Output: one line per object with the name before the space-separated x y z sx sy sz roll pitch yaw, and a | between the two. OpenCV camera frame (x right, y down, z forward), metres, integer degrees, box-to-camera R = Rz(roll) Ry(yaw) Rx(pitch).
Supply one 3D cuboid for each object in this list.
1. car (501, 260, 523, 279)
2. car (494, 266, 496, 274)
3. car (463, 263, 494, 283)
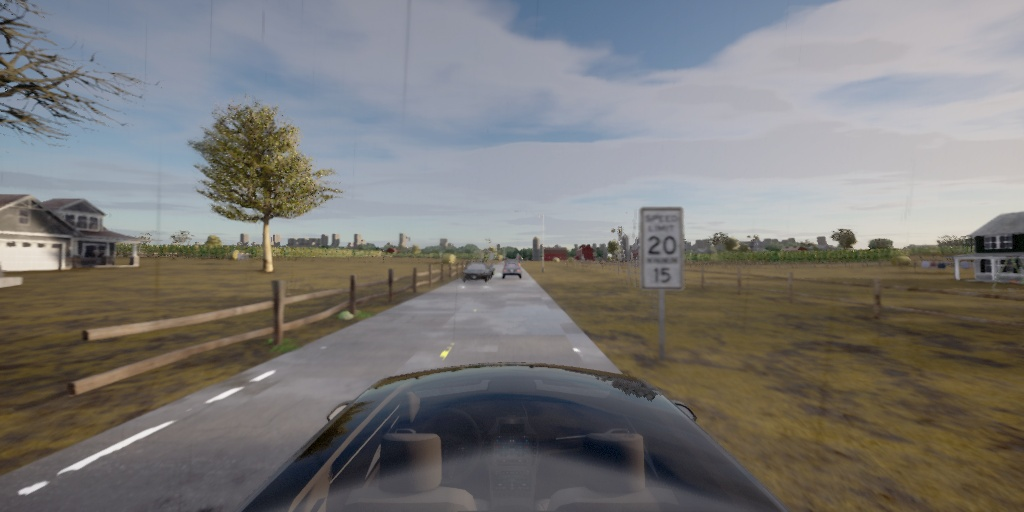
car | -0.009 1.325 33.423 2.033 1.411 5.357 0 0 0
car | -2.762 1.385 38.079 1.895 1.301 4.718 0 0 0
car | -2.759 1.285 28.906 1.882 1.535 5.008 0 0 0
